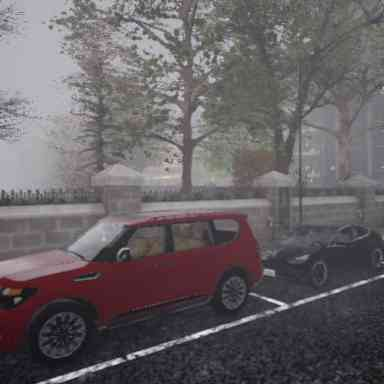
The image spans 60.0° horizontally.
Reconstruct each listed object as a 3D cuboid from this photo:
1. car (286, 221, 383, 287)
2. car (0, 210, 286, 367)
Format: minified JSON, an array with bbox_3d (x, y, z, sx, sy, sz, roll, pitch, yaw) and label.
[{"bbox_3d":[3.607,1.519,9.164,4.313,1.339,1.947,0,0,-36],"label":"car"},{"bbox_3d":[-0.893,1.300,5.937,5.009,1.841,2.192,0,0,-36],"label":"car"}]
